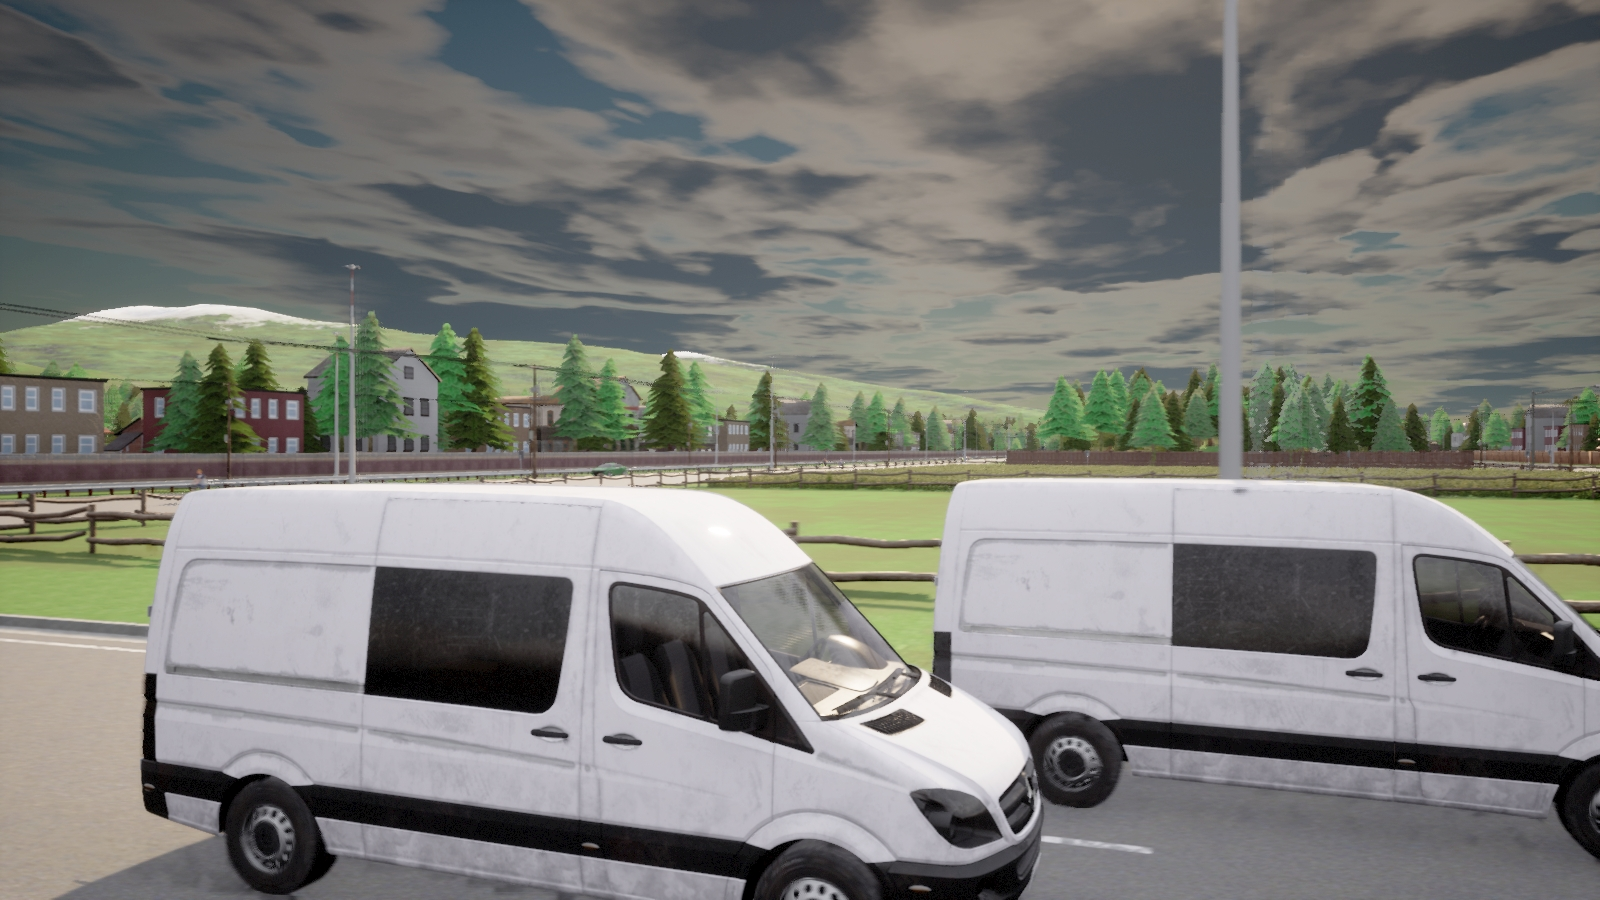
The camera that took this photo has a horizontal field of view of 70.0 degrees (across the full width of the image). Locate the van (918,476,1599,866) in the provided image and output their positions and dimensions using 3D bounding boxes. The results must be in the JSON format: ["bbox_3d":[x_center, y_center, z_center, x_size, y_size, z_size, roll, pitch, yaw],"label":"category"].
[{"bbox_3d":[4.083,1.534,9.270,5.915,2.561,1.988,0,0,20],"label":"van"}]

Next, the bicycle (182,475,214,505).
[{"bbox_3d":[-31.370,2.057,59.520,0.373,1.496,1.643,0,0,20],"label":"bicycle"}]

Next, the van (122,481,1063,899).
[{"bbox_3d":[-1.403,1.534,7.539,5.915,2.561,1.988,0,0,20],"label":"van"}]
